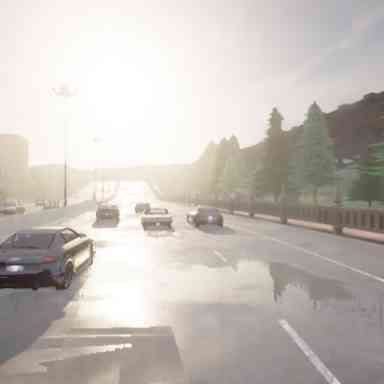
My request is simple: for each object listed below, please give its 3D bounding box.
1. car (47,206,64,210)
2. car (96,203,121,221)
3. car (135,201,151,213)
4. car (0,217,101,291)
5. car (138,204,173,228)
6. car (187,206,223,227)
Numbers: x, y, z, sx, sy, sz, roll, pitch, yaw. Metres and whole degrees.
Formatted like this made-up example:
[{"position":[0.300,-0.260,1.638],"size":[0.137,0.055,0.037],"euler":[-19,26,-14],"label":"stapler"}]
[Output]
[{"position":[-16.868,1.879,41.070],"size":[1.994,1.385,4.181],"euler":[0,0,-11],"label":"car"},{"position":[-7.167,1.675,28.699],"size":[1.882,1.535,5.008],"euler":[0,0,-11],"label":"car"},{"position":[-6.107,1.829,41.669],"size":[1.994,1.385,4.181],"euler":[0,0,-11],"label":"car"},{"position":[-4.005,1.637,9.220],"size":[1.994,1.385,4.181],"euler":[0,0,-5],"label":"car"},{"position":[-2.555,1.744,23.205],"size":[1.895,1.301,4.718],"euler":[0,0,-11],"label":"car"},{"position":[0.851,1.695,23.900],"size":[1.994,1.385,4.181],"euler":[0,0,-10],"label":"car"}]
